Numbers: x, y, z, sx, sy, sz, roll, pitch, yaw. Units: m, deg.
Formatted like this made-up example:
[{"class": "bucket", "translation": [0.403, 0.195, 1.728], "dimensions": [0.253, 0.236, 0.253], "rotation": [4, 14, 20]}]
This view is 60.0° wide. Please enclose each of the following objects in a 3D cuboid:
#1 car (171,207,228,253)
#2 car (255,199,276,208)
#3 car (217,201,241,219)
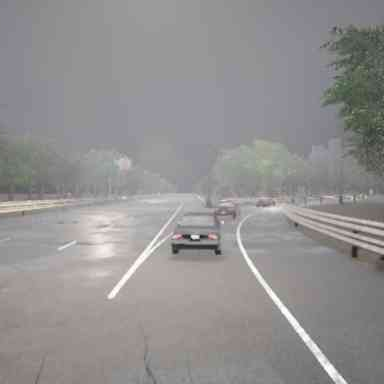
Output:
[{"class": "car", "translation": [0.315, 1.549, 13.635], "dimensions": [2.033, 1.411, 5.357], "rotation": [0, 0, 5]}, {"class": "car", "translation": [10.845, 1.598, 48.493], "dimensions": [1.895, 1.301, 4.718], "rotation": [0, 0, 29]}, {"class": "car", "translation": [3.212, 1.538, 29.714], "dimensions": [1.812, 1.442, 4.674], "rotation": [0, 0, 15]}]
